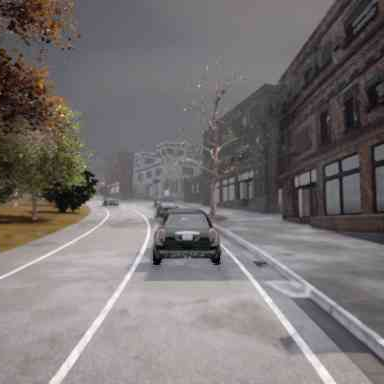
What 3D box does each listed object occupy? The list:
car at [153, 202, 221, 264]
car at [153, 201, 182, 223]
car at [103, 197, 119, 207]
[{"bbox_3d":[-0.243,1.367,11.975,2.097,1.767,4.553,1,0,-3],"label":"car"},{"bbox_3d":[-2.105,1.557,27.346,1.837,1.490,4.892,1,0,-10],"label":"car"},{"bbox_3d":[-12.015,1.510,49.238,1.994,1.385,4.181,2,-1,-22],"label":"car"}]
